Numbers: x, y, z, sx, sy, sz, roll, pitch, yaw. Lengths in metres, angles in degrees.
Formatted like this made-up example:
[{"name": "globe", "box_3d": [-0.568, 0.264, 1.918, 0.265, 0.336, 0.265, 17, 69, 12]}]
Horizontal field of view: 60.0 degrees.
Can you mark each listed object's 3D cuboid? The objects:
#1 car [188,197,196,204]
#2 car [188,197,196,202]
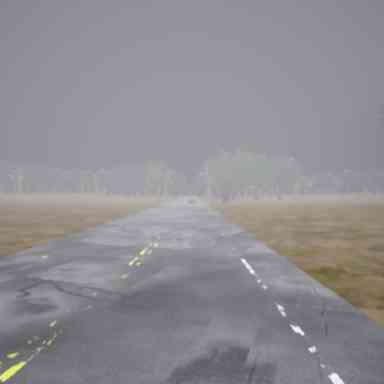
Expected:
[{"name": "car", "box_3d": [0.047, 2.099, 80.258, 1.994, 1.385, 4.181, 0, 0, 0]}, {"name": "car", "box_3d": [0.052, 2.023, 90.278, 2.033, 1.411, 5.357, 0, 0, 0]}]
